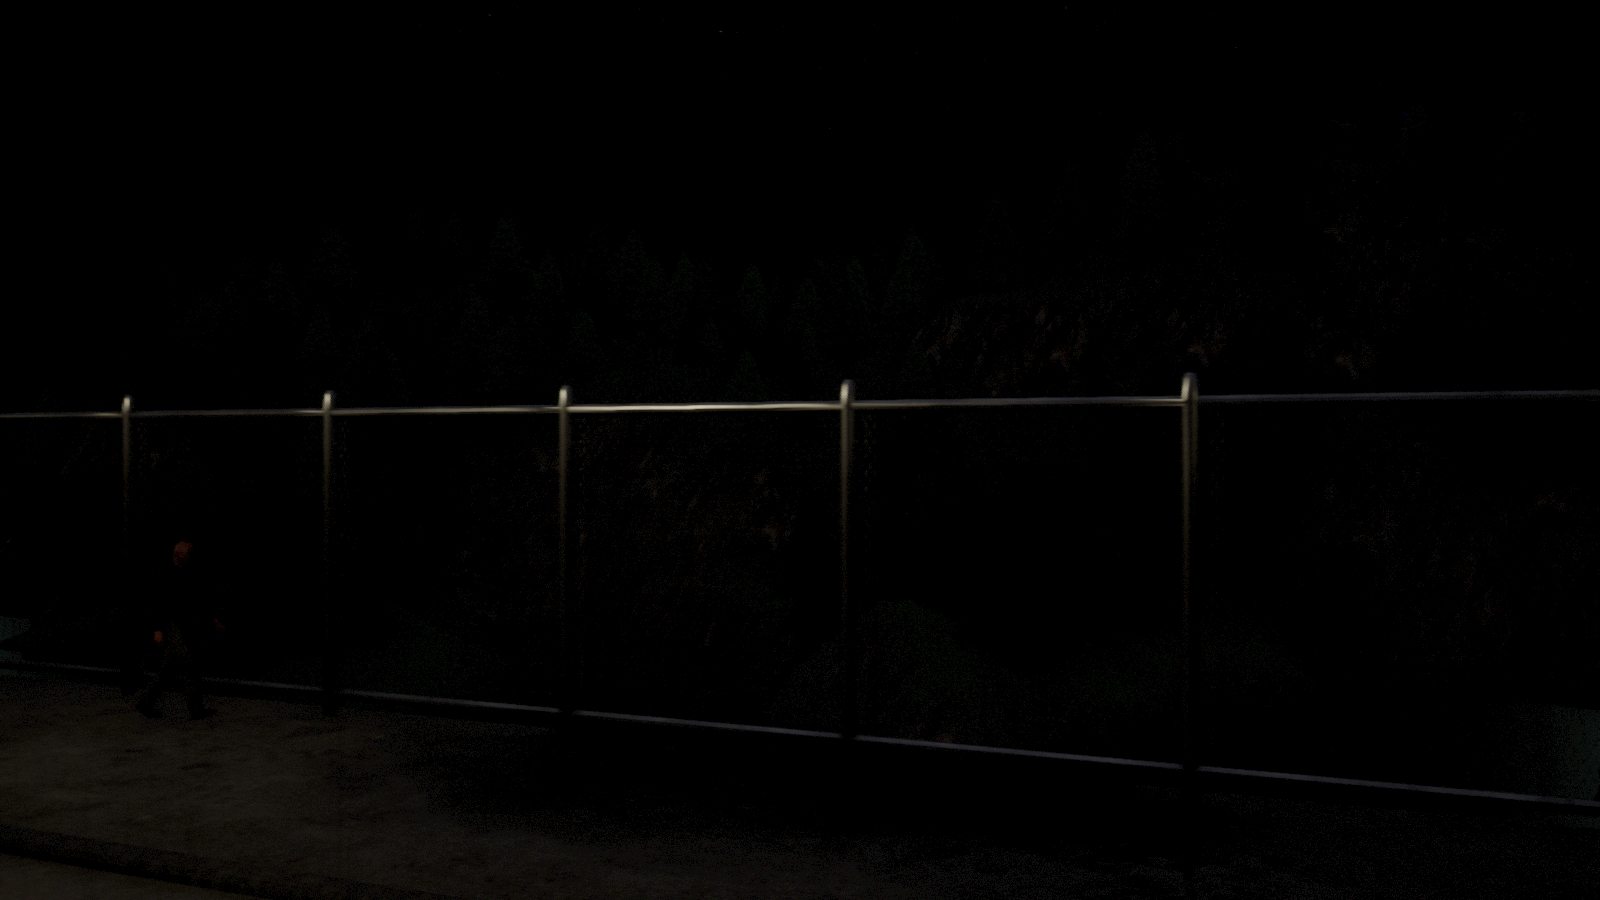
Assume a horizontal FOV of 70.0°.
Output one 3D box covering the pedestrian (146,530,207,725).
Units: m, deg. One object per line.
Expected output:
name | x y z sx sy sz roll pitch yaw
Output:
pedestrian | -6.178 1.737 11.321 0.375 1.860 0.375 0 0 14
